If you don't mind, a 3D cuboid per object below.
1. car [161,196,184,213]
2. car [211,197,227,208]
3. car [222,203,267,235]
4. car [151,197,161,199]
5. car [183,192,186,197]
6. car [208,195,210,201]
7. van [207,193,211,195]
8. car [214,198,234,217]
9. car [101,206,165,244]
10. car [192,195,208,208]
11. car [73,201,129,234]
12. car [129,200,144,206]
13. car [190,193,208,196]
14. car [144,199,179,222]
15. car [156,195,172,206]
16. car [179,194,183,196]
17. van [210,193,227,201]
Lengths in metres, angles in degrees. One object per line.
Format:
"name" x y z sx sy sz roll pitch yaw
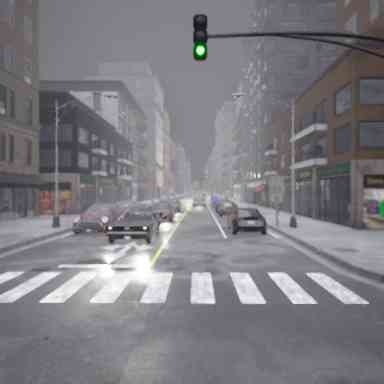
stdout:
"car" -2.141 1.466 35.753 1.994 1.385 4.181 0 0 1
"car" 3.317 1.468 34.857 1.947 1.339 4.313 0 0 1
"car" 2.943 1.513 18.328 1.947 1.339 4.313 0 0 1
"car" -4.706 1.487 35.038 1.802 1.307 4.206 0 0 1
"car" -3.458 1.348 90.133 1.887 1.381 4.507 0 0 1
"car" 3.566 1.428 45.875 2.008 1.369 4.403 0 0 1
"van" 3.691 1.209 51.384 1.690 1.788 3.998 0 0 1
"car" 3.192 1.498 29.348 1.802 1.307 4.206 0 0 1
"car" -2.603 1.558 15.821 1.895 1.301 4.718 0 0 1
"car" 1.038 1.479 46.121 1.895 1.301 4.718 0 0 1
"car" -5.080 1.390 18.510 1.967 1.590 4.097 0 0 1
"car" -4.955 1.374 24.019 1.967 1.590 4.097 0 0 1
"car" 1.162 1.352 56.139 2.128 1.511 4.902 0 0 1
"car" -2.373 1.492 25.796 1.994 1.385 4.181 0 0 2
"car" -4.332 1.310 51.565 1.967 1.590 4.097 0 0 1
"car" -3.708 1.405 79.113 1.802 1.307 4.206 0 0 1
"van" 3.441 1.230 40.365 1.690 1.788 3.998 0 0 1
